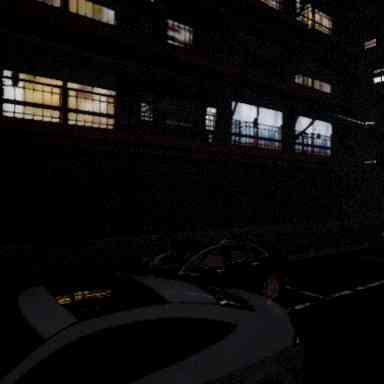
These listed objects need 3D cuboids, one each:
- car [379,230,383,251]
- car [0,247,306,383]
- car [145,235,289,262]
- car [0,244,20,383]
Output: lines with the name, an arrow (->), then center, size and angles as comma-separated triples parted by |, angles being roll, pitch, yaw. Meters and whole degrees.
car -> 9.134, 1.562, 13.073 | 4.097, 1.590, 1.967 | 1, 0, -35
car -> -1.001, 1.530, 2.664 | 4.674, 1.442, 1.812 | 1, 0, -35
car -> 0.115, 1.581, 6.640 | 4.403, 1.369, 2.008 | 1, 0, -35
car -> -4.394, 1.538, 3.425 | 4.403, 1.369, 2.008 | 1, 0, -35
